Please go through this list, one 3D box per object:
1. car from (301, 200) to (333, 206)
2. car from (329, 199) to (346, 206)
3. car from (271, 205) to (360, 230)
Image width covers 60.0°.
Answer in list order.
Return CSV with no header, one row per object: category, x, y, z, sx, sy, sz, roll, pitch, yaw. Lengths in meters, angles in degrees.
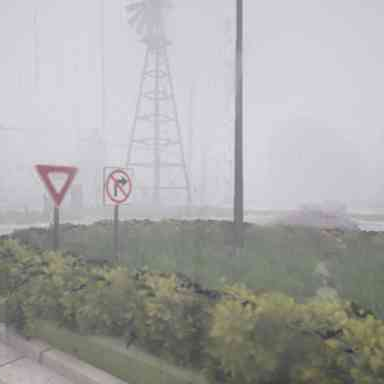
car,7.489,1.483,21.424,1.784,1.438,3.905,0,0,35
car,13.917,1.460,32.632,1.816,1.474,4.193,0,0,35
car,5.935,1.536,16.355,4.181,1.385,1.994,0,0,29
